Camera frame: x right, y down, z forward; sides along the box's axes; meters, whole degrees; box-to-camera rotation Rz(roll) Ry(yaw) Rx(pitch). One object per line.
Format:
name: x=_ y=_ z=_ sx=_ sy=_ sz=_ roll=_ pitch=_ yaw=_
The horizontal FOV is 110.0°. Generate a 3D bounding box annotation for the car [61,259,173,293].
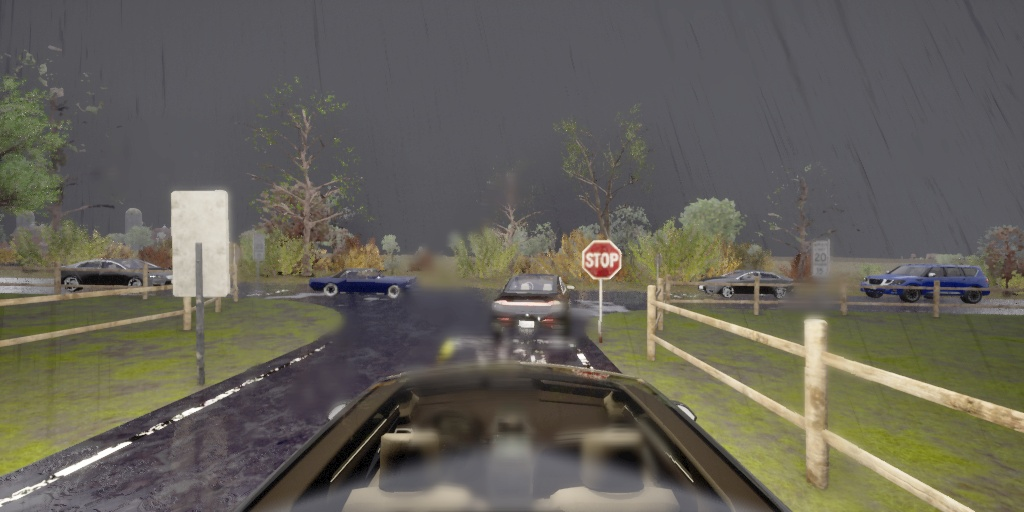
car: x=-18.490 y=0.885 z=17.075 sx=4.902 sy=1.511 sz=2.128 roll=1 pitch=1 yaw=0

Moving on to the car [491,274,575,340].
car: x=0.706 y=1.240 z=10.029 sx=2.128 sy=1.511 sz=4.902 roll=0 pitch=0 yaw=9

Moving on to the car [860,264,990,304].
car: x=22.899 y=1.466 z=19.977 sx=5.566 sy=2.045 sz=2.150 roll=1 pitch=1 yaw=0

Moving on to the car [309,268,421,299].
car: x=-6.823 y=1.248 z=17.059 sx=4.718 sy=1.301 sz=1.895 roll=1 pitch=1 yaw=0

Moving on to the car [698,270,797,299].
car: x=13.003 y=1.525 z=19.988 sx=4.902 sy=1.511 sz=2.128 roll=1 pitch=1 yaw=0
